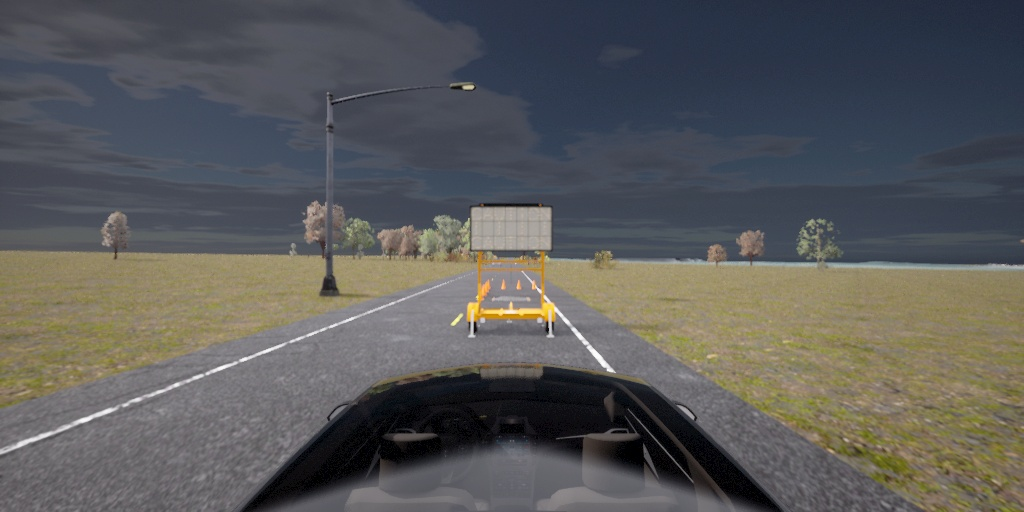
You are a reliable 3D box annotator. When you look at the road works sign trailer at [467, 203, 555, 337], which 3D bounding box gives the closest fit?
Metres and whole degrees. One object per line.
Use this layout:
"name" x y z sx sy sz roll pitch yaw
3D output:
"road works sign trailer" -0.023 0.277 10.472 2.380 3.560 2.880 0 0 0
